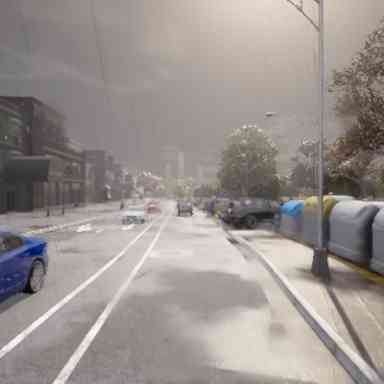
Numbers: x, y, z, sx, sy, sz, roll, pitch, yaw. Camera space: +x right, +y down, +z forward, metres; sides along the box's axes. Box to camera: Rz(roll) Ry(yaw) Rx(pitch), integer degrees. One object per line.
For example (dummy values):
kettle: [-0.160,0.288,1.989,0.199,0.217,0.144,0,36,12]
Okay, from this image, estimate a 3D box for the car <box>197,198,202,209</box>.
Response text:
car: [4.069,2.248,53.058,5.366,1.575,1.946,1,-1,-22]

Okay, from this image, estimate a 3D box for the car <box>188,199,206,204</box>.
car: [1.289,2.775,94.452,4.674,1.452,2.002,1,0,-25]

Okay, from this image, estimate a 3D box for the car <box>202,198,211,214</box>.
car: [4.476,1.751,38.207,5.566,2.045,2.435,1,-1,-22]

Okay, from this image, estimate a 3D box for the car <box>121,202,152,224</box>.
car: [-4.718,1.852,27.808,1.812,1.442,4.674,0,-1,-2]

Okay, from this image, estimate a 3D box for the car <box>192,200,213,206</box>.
car: [2.474,2.627,79.688,4.674,1.452,2.002,1,-1,-24]

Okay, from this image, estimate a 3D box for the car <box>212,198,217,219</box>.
car: [4.862,1.526,26.349,5.566,2.045,2.435,1,-1,-22]

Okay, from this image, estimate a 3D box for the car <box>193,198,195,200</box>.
car: [3.228,2.492,67.827,4.674,1.452,2.002,1,-1,-23]

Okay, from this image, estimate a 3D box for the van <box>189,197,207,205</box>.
van: [1.700,2.446,88.485,4.442,1.987,1.878,1,0,-25]

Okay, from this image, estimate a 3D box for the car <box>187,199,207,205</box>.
car: [1.383,2.698,91.414,5.366,1.575,1.946,1,0,-25]

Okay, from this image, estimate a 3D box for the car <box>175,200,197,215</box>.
car: [-0.895,2.075,41.885,2.128,1.511,4.902,0,-1,-2]

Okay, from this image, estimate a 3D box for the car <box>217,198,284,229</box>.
car: [5.018,1.470,23.425,5.566,2.045,2.435,1,-1,-22]

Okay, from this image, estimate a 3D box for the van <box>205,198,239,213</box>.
van: [4.221,1.931,47.119,4.442,1.987,1.878,1,-1,-22]

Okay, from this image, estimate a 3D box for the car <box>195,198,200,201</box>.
car: [3.613,2.287,55.883,5.366,1.575,1.946,1,-1,-22]

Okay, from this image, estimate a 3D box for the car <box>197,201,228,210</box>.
car: [3.668,2.336,58.925,4.892,1.521,2.231,1,-1,-23]

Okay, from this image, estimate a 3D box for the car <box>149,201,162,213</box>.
car: [-5.409,2.019,46.831,2.097,1.767,4.553,0,-1,-2]

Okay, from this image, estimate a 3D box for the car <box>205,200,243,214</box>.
car: [4.255,1.980,44.119,4.553,1.767,2.185,1,-1,-22]

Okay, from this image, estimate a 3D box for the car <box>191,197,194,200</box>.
car: [2.873,2.522,73.761,5.008,1.535,2.097,1,-1,-24]

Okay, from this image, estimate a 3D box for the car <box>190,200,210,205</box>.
car: [2.039,2.685,85.574,4.674,1.452,2.002,1,-1,-25]

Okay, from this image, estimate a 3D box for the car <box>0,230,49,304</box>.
car: [-4.327,1.447,5.857,1.882,1.535,5.008,0,0,0]

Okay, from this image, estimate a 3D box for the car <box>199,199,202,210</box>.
car: [4.031,2.232,50.039,4.792,1.488,2.163,1,-1,-22]

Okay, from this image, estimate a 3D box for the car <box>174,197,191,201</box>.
car: [-1.905,2.277,64.405,2.097,1.767,4.553,0,-1,-3]

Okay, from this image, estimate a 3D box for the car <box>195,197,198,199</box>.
car: [3.500,2.250,61.885,4.553,1.767,2.185,1,-1,-23]
